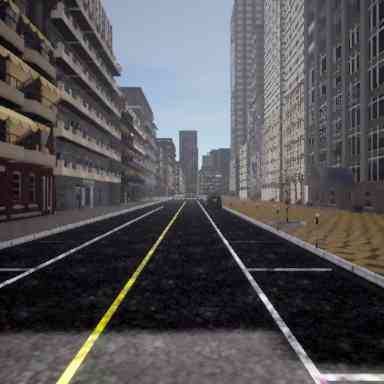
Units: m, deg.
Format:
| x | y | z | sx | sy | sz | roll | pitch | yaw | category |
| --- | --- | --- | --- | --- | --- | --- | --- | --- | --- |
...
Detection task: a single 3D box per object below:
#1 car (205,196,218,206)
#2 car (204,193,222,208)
| x | y | z | sx | sy | sz | roll | pitch | yaw | category |
| --- | --- | --- | --- | --- | --- | --- | --- | --- | --- |
| 3.145 | 1.517 | 54.997 | 1.837 | 1.490 | 4.892 | 0 | 0 | 0 | car |
| 3.107 | 1.234 | 48.027 | 2.150 | 2.045 | 5.566 | 0 | 0 | 0 | car |
